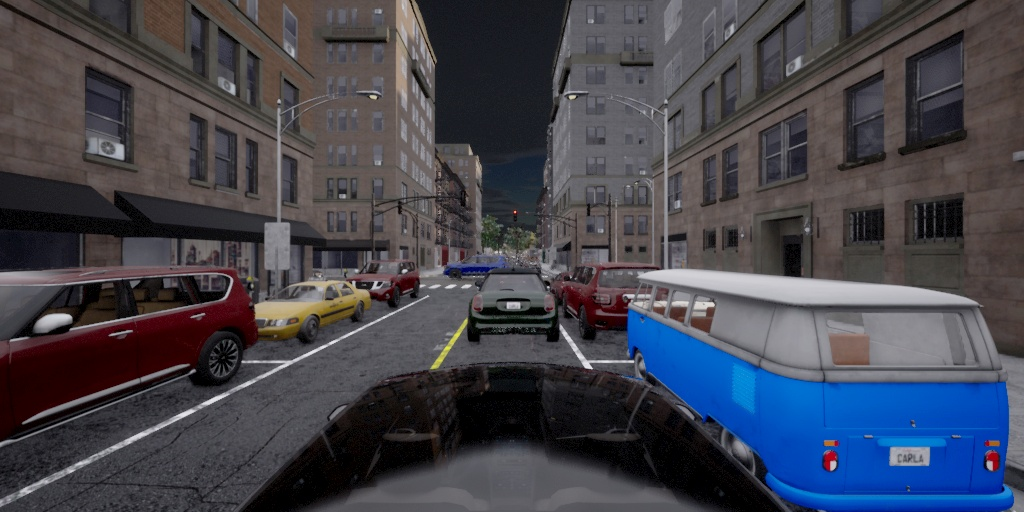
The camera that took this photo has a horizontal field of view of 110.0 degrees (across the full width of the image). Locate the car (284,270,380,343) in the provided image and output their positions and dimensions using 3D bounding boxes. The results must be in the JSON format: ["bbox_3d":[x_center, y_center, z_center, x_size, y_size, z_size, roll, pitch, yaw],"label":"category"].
[{"bbox_3d":[-5.416,1.275,9.719,1.751,1.417,4.829,0,0,0],"label":"car"}]

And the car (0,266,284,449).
[{"bbox_3d":[-5.403,1.064,4.212,2.192,1.841,5.009,0,0,0],"label":"car"}]

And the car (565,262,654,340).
[{"bbox_3d":[2.621,1.064,9.905,2.192,1.841,5.009,0,0,0],"label":"car"}]

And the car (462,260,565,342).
[{"bbox_3d":[0.017,1.101,9.940,2.097,1.767,4.553,0,0,0],"label":"car"}]

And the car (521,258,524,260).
[{"bbox_3d":[2.541,1.291,48.074,1.888,1.381,4.507,0,0,0],"label":"car"}]

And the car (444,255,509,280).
[{"bbox_3d":[-2.983,0.977,30.705,5.566,2.045,2.150,0,0,0],"label":"car"}]

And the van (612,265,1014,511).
[{"bbox_3d":[2.633,1.091,4.226,1.690,1.789,3.998,0,0,0],"label":"van"}]

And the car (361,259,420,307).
[{"bbox_3d":[-5.429,1.063,15.568,2.192,1.841,5.009,0,0,0],"label":"car"}]

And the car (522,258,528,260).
[{"bbox_3d":[2.552,1.297,42.593,2.007,1.370,4.403,0,0,0],"label":"car"}]
